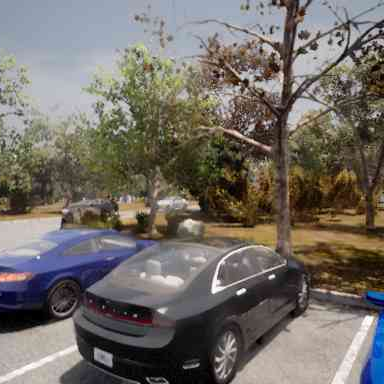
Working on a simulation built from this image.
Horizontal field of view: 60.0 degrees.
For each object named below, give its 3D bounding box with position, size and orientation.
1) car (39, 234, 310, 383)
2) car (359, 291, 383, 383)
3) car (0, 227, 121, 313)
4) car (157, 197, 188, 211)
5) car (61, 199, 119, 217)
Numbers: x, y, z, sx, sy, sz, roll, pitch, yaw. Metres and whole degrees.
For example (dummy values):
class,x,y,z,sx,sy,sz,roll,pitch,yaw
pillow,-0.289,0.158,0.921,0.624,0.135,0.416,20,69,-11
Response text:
class,x,y,z,sx,sy,sz,roll,pitch,yaw
car,0.464,1.475,5.479,2.231,1.521,4.892,0,0,36
car,3.135,1.481,3.587,2.097,1.535,5.008,0,0,36
car,-2.201,1.506,7.385,2.002,1.452,4.674,0,0,36
car,-2.210,1.216,34.700,1.812,1.442,4.674,-3,-1,36
car,-8.010,1.301,26.355,2.128,1.511,4.902,-3,-1,34
